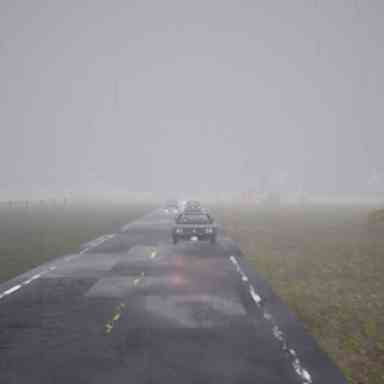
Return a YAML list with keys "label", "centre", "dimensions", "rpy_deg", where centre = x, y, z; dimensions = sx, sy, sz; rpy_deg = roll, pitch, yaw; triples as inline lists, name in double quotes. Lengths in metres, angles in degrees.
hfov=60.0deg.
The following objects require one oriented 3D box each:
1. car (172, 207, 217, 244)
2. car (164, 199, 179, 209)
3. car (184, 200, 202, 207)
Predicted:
- label: "car"
  centre: [0.095, 1.615, 15.797]
  dimensions: [1.895, 1.301, 4.718]
  rpy_deg: [0, 0, 0]
- label: "car"
  centre: [-2.763, 1.654, 46.593]
  dimensions: [2.033, 1.411, 5.357]
  rpy_deg: [0, 0, 0]
- label: "car"
  centre: [0.089, 1.618, 35.861]
  dimensions: [2.033, 1.411, 5.357]
  rpy_deg: [0, 0, 0]
